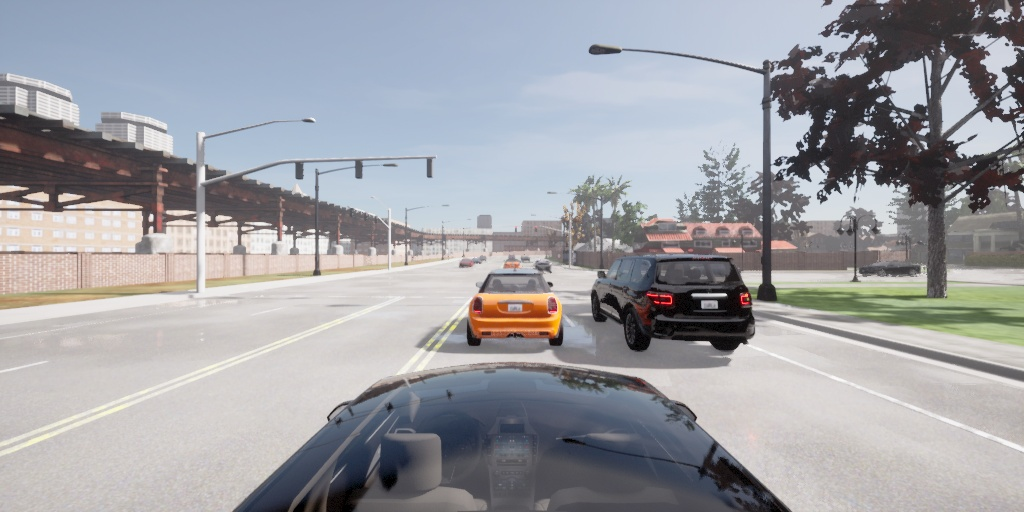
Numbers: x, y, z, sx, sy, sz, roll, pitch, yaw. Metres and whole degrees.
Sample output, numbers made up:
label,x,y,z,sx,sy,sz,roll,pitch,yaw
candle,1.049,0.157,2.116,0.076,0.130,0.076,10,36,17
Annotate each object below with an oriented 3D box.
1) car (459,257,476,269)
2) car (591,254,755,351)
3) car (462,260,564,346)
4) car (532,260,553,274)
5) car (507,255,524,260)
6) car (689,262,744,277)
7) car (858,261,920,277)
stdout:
label,x,y,z,sx,sy,sz,roll,pitch,yaw
car,-7.138,1.109,55.938,1.882,1.535,5.008,0,1,0
car,3.572,0.971,9.146,2.150,2.045,5.566,0,0,0
car,0.071,1.102,9.603,2.097,1.767,4.553,0,0,0
car,3.554,1.210,42.739,2.128,1.511,4.902,0,0,0
car,0.051,1.058,46.094,2.097,1.767,4.553,0,0,0
car,19.856,1.313,34.967,4.181,1.385,1.994,0,0,-2
car,37.164,1.226,35.410,5.008,1.535,1.882,0,0,-1
